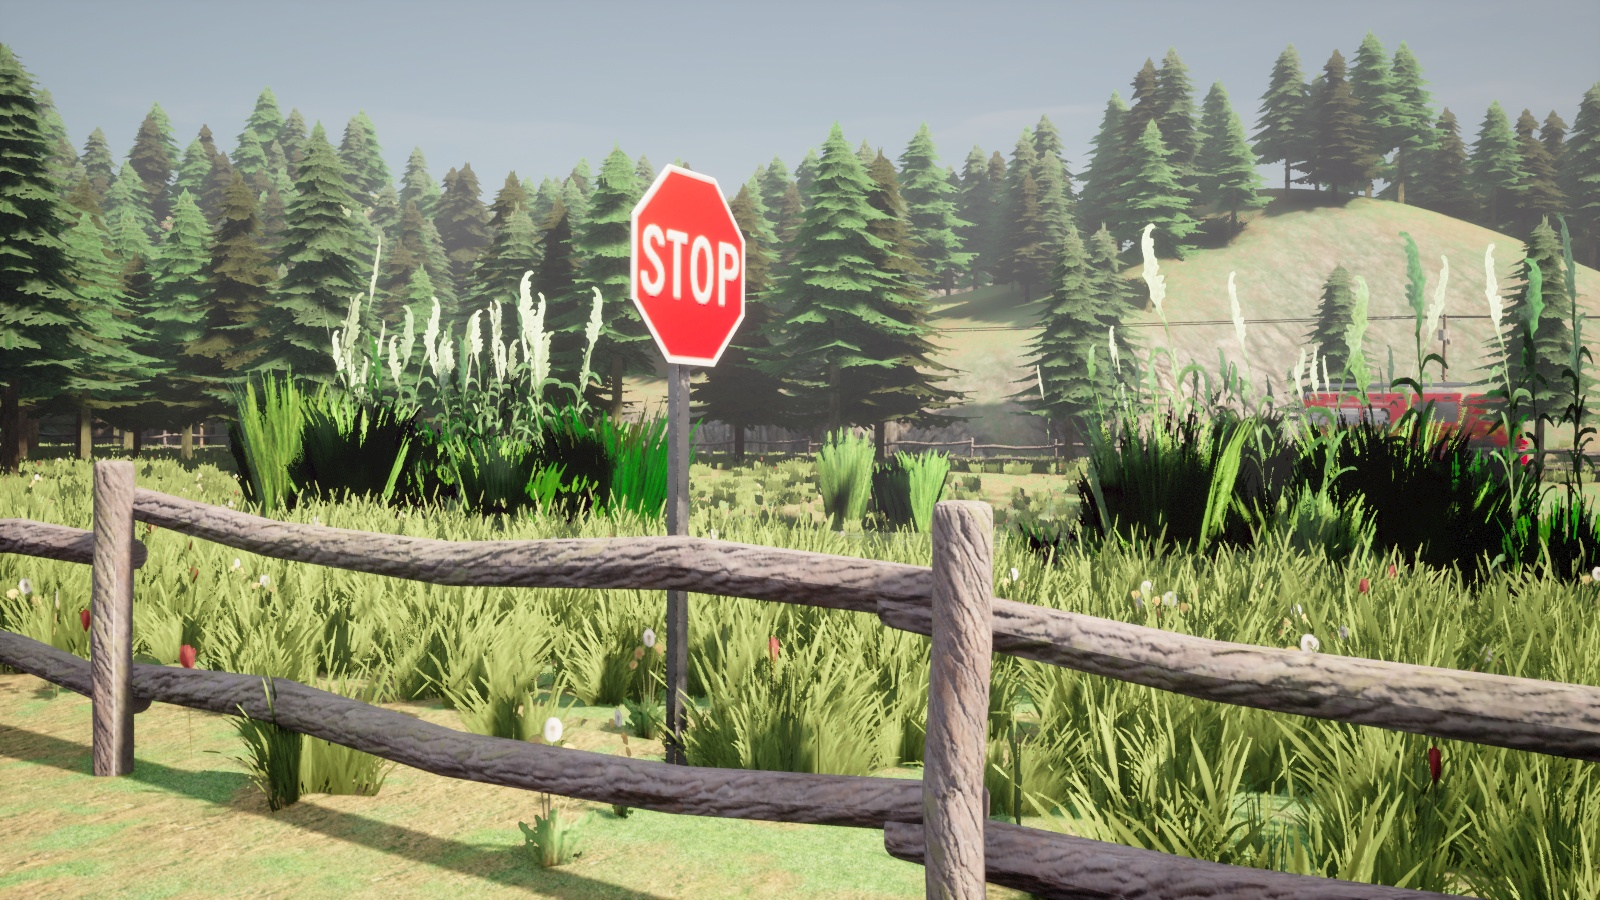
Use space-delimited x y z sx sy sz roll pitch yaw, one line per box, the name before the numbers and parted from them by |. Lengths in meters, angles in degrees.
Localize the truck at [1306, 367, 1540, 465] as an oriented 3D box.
truck | 25.669 -1.343 52.181 8.468 3.827 2.891 0 1 25
